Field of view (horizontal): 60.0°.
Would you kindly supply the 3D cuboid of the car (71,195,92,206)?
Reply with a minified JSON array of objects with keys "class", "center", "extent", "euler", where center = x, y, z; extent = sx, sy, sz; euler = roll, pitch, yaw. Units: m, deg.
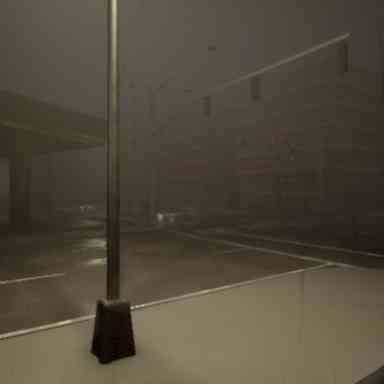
[{"class":"car","center":[-18.560,1.600,56.513],"extent":[1.895,1.301,4.718],"euler":[0,0,-36]}]

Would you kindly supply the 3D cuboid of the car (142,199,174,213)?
[{"class":"car","center":[-3.842,1.526,36.483],"extent":[1.812,1.442,4.674],"euler":[0,0,-36]}]

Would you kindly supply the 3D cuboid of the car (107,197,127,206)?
[{"class":"car","center":[-12.137,1.491,53.777],"extent":[2.128,1.511,4.902],"euler":[0,0,-36]}]
